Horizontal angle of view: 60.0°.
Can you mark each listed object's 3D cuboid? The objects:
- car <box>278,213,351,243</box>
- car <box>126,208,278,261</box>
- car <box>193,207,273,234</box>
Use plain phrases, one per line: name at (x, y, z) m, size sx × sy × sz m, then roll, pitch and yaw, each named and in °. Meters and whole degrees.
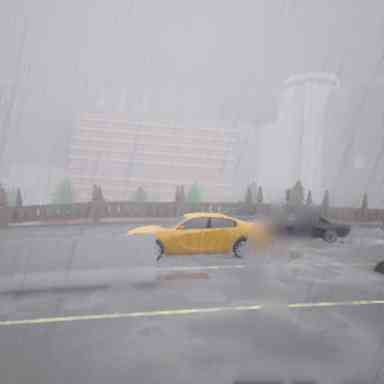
car at (4.941, 1.672, 15.998) m, size 4.718 × 1.301 × 1.895 m, roll 1°, pitch 0°, yaw -9°
car at (0.185, 1.477, 11.726) m, size 5.008 × 1.535 × 1.882 m, roll 0°, pitch 0°, yaw -9°
car at (2.282, 1.594, 19.130) m, size 4.181 × 1.385 × 1.994 m, roll 1°, pitch 0°, yaw -9°
